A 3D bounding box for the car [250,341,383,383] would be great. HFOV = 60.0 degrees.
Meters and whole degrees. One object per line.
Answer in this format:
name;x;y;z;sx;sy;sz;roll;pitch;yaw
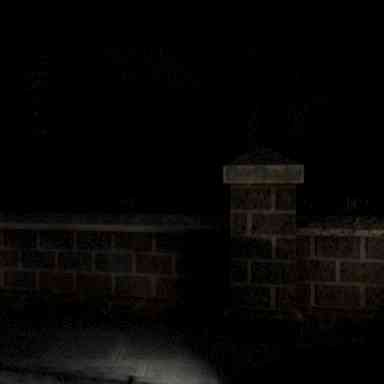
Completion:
car;2.654;1.527;1.947;4.674;1.442;1.812;0;0;10
